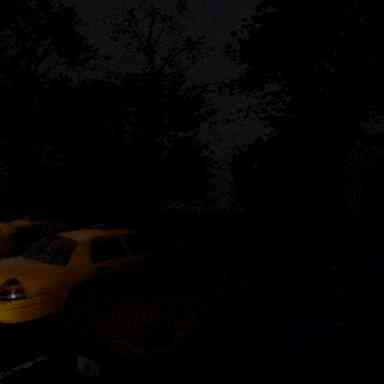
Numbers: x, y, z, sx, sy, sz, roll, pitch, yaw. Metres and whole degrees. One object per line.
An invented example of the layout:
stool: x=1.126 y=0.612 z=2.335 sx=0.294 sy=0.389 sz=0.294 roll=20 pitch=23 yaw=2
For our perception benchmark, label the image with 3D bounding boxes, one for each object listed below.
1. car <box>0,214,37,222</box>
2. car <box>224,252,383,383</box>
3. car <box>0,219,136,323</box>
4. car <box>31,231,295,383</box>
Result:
car: x=-4.033 y=1.385 z=8.866 sx=1.946 sy=1.575 sz=5.366 roll=1 pitch=1 yaw=36
car: x=2.566 y=1.479 z=3.924 sx=2.097 sy=1.535 sz=5.008 roll=0 pitch=0 yaw=36
car: x=-1.758 y=1.427 z=7.243 sx=1.946 sy=1.575 sz=5.366 roll=1 pitch=1 yaw=36
car: x=0.279 y=1.490 z=5.526 sx=2.163 sy=1.488 sz=4.792 roll=1 pitch=0 yaw=36
